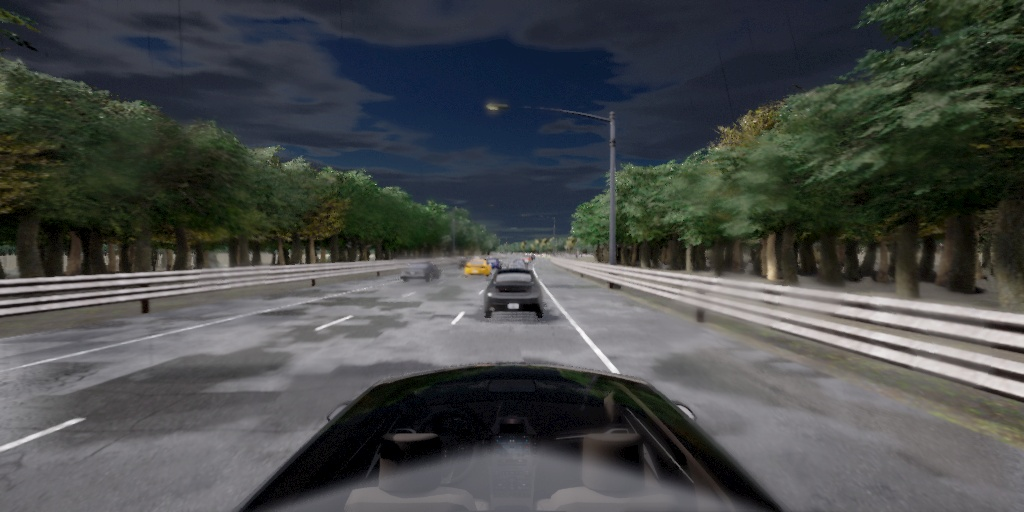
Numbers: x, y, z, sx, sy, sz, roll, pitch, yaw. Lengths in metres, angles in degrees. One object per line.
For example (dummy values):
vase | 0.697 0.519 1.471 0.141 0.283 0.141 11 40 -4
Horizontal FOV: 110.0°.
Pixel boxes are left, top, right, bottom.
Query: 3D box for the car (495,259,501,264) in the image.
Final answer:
car | -2.398 1.038 45.076 1.812 1.442 4.674 0 1 3

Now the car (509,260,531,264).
car | 0.416 1.211 29.412 1.895 1.301 4.718 0 0 2

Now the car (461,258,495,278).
car | -2.901 1.072 31.705 1.882 1.535 5.008 0 0 2

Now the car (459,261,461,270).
car | -5.781 0.999 47.716 1.837 1.490 4.892 0 1 3

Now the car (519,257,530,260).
car | 0.880 1.101 42.263 1.994 1.385 4.181 0 0 2

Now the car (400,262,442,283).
car | -6.564 1.169 26.442 2.033 1.411 5.357 0 0 2

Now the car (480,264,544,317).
car | 0.081 1.204 12.886 1.837 1.490 4.892 0 0 1

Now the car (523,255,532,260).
car | 2.113 0.984 65.378 1.895 1.301 4.718 0 0 4
